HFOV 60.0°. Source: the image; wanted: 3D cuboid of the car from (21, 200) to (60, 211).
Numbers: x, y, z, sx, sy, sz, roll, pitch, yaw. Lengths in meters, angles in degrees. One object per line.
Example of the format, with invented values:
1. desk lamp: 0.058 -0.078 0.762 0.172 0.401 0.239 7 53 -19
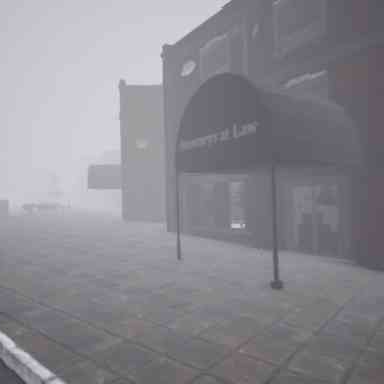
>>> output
1. car: -22.105 1.907 48.616 2.002 1.452 4.674 -1 -1 43

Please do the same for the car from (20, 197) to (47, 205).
1. car: -39.286 2.254 82.680 2.435 2.045 5.566 -2 -2 43

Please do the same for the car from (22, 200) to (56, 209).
1. car: -24.751 1.999 53.853 2.002 1.452 4.674 -1 -1 43

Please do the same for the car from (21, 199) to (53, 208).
1. car: -28.716 2.099 61.711 2.231 1.521 4.892 -1 -1 43

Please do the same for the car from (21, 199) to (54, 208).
1. car: -27.418 2.081 59.066 2.163 1.488 4.792 -1 -1 43

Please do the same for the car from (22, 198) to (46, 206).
1. car: -36.681 2.269 77.399 2.185 1.767 4.553 -2 -2 43

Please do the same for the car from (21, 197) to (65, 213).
1. car: -18.144 1.730 40.763 2.231 1.521 4.892 -1 -1 43

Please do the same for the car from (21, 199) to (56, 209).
1. car: -26.065 2.006 56.472 2.231 1.521 4.892 -1 -1 43

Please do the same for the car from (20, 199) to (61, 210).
1. car: -23.308 1.912 51.373 1.946 1.575 5.366 -1 -1 43

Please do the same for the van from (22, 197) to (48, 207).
1. van: -32.767 2.014 69.479 1.878 1.987 4.442 -1 -1 43

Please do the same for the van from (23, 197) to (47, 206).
1. van: -35.259 2.118 74.891 1.878 1.987 4.442 -2 -2 43

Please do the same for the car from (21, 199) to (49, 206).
1. car: -34.018 2.291 72.178 2.097 1.535 5.008 -2 -2 43

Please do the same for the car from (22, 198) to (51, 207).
1. car: -30.021 2.019 64.348 2.185 1.767 4.553 -1 -1 43
